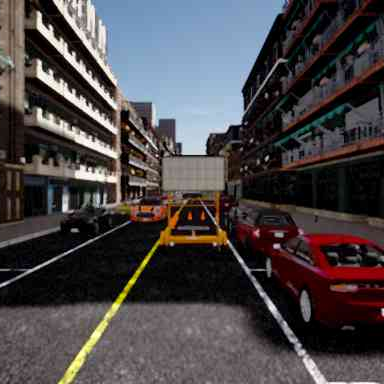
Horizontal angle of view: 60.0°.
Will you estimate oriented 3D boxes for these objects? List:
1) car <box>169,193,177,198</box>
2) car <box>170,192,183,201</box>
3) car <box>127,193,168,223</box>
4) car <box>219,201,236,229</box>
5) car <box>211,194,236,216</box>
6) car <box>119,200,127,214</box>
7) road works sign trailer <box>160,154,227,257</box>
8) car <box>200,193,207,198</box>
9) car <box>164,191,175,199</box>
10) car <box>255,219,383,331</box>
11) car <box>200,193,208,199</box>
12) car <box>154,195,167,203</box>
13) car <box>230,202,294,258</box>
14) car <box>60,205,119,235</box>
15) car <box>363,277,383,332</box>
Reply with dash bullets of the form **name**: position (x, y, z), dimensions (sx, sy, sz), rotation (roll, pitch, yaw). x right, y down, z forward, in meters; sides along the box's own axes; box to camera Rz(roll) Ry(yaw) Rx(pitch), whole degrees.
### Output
- **car**: position (-5.265, 0.920, 91.372), dimensions (1.887, 1.381, 4.507), rotation (0, 0, 0)
- **car**: position (-2.727, 1.059, 64.529), dimensions (2.128, 1.511, 4.902), rotation (0, 0, 1)
- **car**: position (-2.990, 1.195, 23.683), dimensions (2.097, 1.767, 4.553), rotation (0, 0, 0)
- **car**: position (2.775, 1.431, 18.057), dimensions (2.008, 1.369, 4.403), rotation (0, 0, 0)
- **car**: position (2.828, 1.120, 29.329), dimensions (2.192, 1.841, 5.009), rotation (0, 0, 0)
- **car**: position (-5.555, 1.332, 29.202), dimensions (1.752, 1.417, 4.829), rotation (0, 0, 0)
- **road works sign trailer**: position (0.057, 0.381, 12.560), dimensions (2.380, 3.560, 2.880), rotation (0, 0, 0)
- **car**: position (3.115, 0.919, 91.328), dimensions (1.887, 1.381, 4.507), rotation (0, 0, 0)
- **car**: position (-5.317, 0.769, 80.097), dimensions (2.192, 1.841, 5.009), rotation (0, 0, 0)
- **car**: position (2.722, 1.499, 6.785), dimensions (1.887, 1.381, 4.507), rotation (0, 0, 0)
- **car**: position (3.063, 0.978, 80.226), dimensions (1.752, 1.417, 4.829), rotation (0, 0, 0)
- **car**: position (-5.423, 1.194, 57.555), dimensions (1.802, 1.307, 4.206), rotation (0, 0, 0)
- **car**: position (2.748, 1.358, 12.421), dimensions (1.967, 1.590, 4.097), rotation (0, 0, 0)
- **car**: position (-5.607, 1.447, 18.099), dimensions (1.947, 1.339, 4.313), rotation (0, 0, 0)
- **car**: position (2.695, 1.557, 1.149), dimensions (1.947, 1.339, 4.313), rotation (0, 0, 0)
